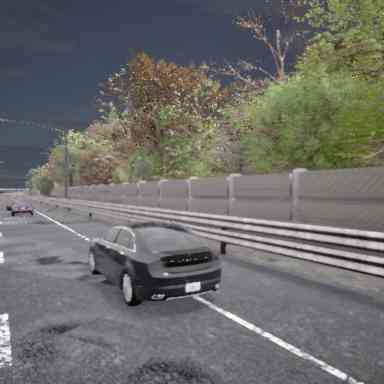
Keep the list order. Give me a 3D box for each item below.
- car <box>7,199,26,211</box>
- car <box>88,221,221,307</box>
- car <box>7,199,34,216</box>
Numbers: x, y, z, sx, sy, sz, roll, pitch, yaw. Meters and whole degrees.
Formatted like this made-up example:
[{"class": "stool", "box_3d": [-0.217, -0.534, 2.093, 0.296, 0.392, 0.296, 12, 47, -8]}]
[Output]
[{"class": "car", "box_3d": [-22.059, 1.573, 41.788, 1.994, 1.385, 4.181, 0, 0, -30]}, {"class": "car", "box_3d": [-1.196, 1.483, 8.148, 1.837, 1.490, 4.892, 0, 0, -30]}, {"class": "car", "box_3d": [-16.617, 1.547, 32.524, 2.033, 1.411, 5.357, 0, 0, -30]}]
